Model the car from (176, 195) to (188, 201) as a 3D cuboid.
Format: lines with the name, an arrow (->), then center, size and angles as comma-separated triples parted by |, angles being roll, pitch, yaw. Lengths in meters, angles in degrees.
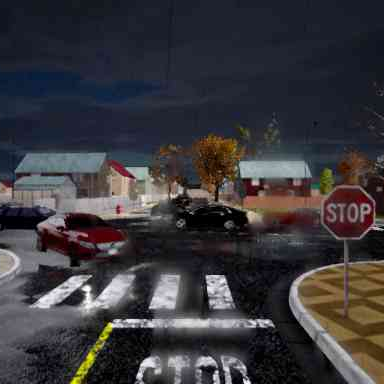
car -> -1.948, 1.551, 44.419 | 1.837, 1.490, 4.892 | 0, -1, 2

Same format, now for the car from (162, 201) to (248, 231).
car -> 0.956, 1.515, 20.284 | 4.892, 1.490, 1.837 | 1, 0, 8

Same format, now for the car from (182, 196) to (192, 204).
car -> -0.924, 1.631, 69.231 | 1.812, 1.442, 4.674 | 0, 0, 2

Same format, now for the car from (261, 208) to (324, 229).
car -> 7.128, 1.735, 22.721 | 4.718, 1.301, 1.895 | 1, 0, 8

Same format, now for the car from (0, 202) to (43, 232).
car -> -8.776, 1.461, 18.149 | 5.357, 1.411, 2.033 | 1, 0, 8

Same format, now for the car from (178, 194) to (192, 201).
car -> -1.491, 1.293, 56.056 | 2.150, 2.045, 5.566 | 0, 0, 2

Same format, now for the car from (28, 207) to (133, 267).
car -> -3.914, 1.473, 11.598 | 1.812, 1.442, 4.674 | 1, 0, -43

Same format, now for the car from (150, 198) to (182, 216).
car -> -2.668, 1.573, 33.126 | 2.033, 1.411, 5.357 | 0, 0, 7
